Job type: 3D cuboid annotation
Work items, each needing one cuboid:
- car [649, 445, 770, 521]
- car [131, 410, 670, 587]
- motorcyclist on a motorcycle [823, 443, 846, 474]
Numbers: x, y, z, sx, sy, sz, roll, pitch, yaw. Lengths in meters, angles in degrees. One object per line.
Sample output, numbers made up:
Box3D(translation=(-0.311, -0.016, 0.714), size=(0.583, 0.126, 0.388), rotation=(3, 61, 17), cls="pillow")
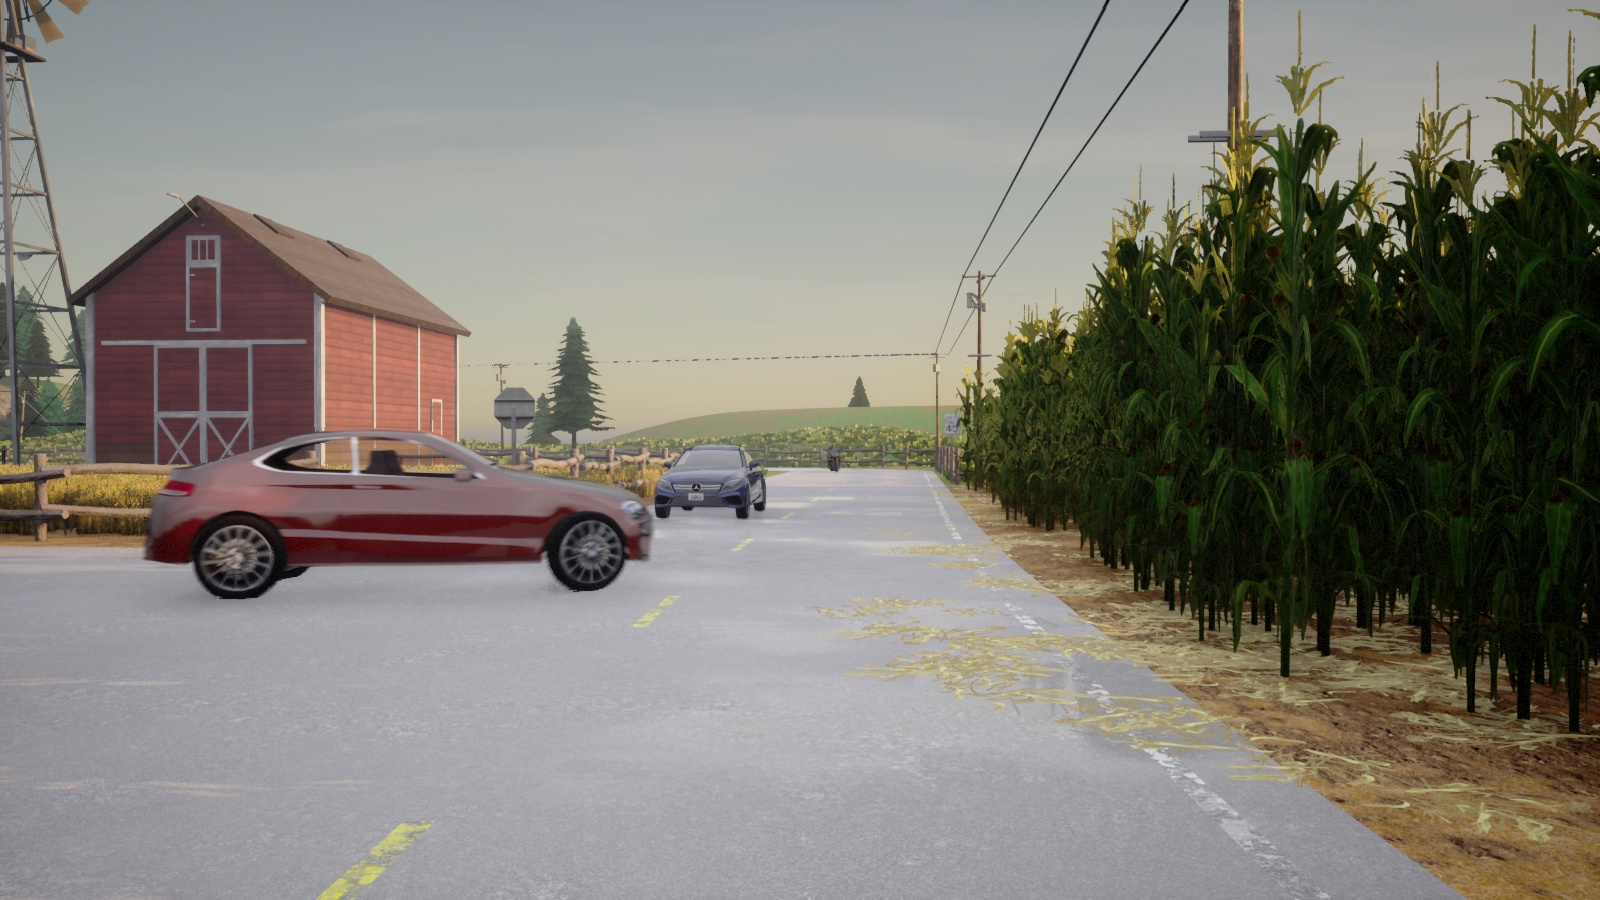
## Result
Box3D(translation=(-1.790, 0.622, 26.363), size=(1.812, 1.442, 4.674), rotation=(0, 0, 5), cls="car")
Box3D(translation=(-3.993, 0.447, 13.272), size=(5.027, 1.651, 2.152), rotation=(0, 1, -12), cls="car")
Box3D(translation=(1.770, 0.420, 64.208), size=(0.866, 1.530, 2.191), rotation=(-2, 0, -5), cls="motorcyclist on a motorcycle")
